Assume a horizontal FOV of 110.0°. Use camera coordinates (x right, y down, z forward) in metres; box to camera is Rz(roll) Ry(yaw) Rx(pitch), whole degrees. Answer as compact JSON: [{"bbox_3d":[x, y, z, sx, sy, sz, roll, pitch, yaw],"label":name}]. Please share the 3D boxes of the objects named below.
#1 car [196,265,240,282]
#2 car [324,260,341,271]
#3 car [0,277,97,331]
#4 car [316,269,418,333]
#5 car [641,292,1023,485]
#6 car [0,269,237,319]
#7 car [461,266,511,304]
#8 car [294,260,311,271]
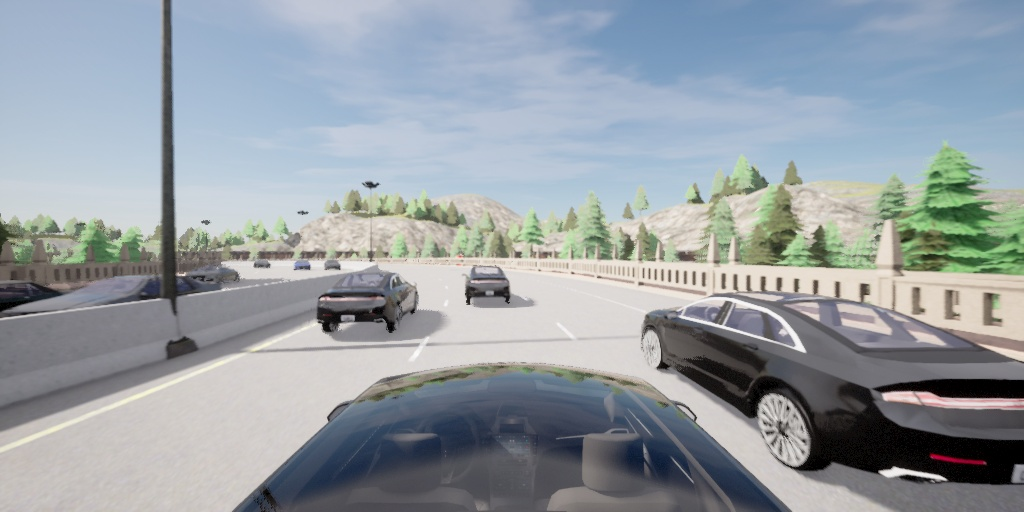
[{"bbox_3d":[-21.531,1.320,25.882,1.994,1.385,4.181,0,0,-17],"label":"car"},{"bbox_3d":[-25.180,1.270,50.330,1.837,1.490,4.892,0,0,-32],"label":"car"},{"bbox_3d":[-14.626,1.360,9.595,1.895,1.301,4.718,0,0,-6],"label":"car"},{"bbox_3d":[-4.042,1.220,10.731,2.128,1.511,4.902,0,0,-6],"label":"car"},{"bbox_3d":[3.393,1.222,4.811,2.128,1.511,4.902,0,0,-2],"label":"car"},{"bbox_3d":[-11.227,1.294,10.803,2.033,1.411,5.357,0,0,-7],"label":"car"},{"bbox_3d":[-1.213,1.195,16.161,2.128,1.511,4.902,0,0,-8],"label":"car"},{"bbox_3d":[-29.580,1.276,50.650,1.882,1.535,5.008,0,0,-34],"label":"car"}]
